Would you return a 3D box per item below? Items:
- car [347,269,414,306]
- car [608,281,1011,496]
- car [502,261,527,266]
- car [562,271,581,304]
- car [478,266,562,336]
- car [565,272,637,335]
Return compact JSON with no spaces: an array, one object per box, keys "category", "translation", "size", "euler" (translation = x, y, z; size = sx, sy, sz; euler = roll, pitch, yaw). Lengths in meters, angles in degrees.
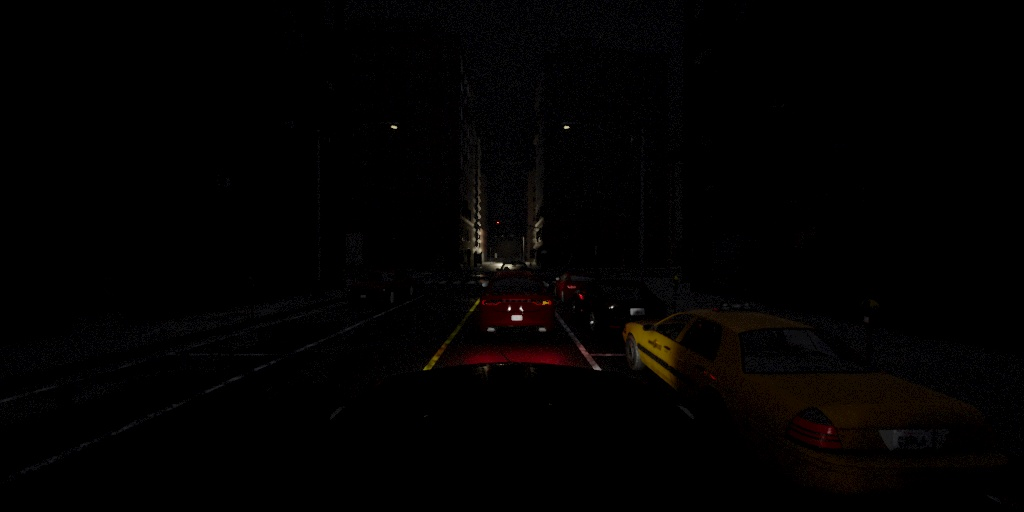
[{"category":"car","translation":[-5.651,1.289,15.883],"size":[1.888,1.381,4.507],"euler":[0,0,0]},{"category":"car","translation":[2.876,1.274,4.870],"size":[1.751,1.417,4.829],"euler":[0,0,0]},{"category":"car","translation":[0.125,1.094,20.795],"size":[2.097,1.767,4.553],"euler":[0,0,0]},{"category":"car","translation":[2.895,1.326,15.872],"size":[1.802,1.307,4.207],"euler":[0,0,0]},{"category":"car","translation":[0.109,1.224,10.466],"size":[1.882,1.535,5.008],"euler":[0,0,0]},{"category":"car","translation":[2.885,1.312,10.286],"size":[1.948,1.339,4.313],"euler":[0,0,0]}]
